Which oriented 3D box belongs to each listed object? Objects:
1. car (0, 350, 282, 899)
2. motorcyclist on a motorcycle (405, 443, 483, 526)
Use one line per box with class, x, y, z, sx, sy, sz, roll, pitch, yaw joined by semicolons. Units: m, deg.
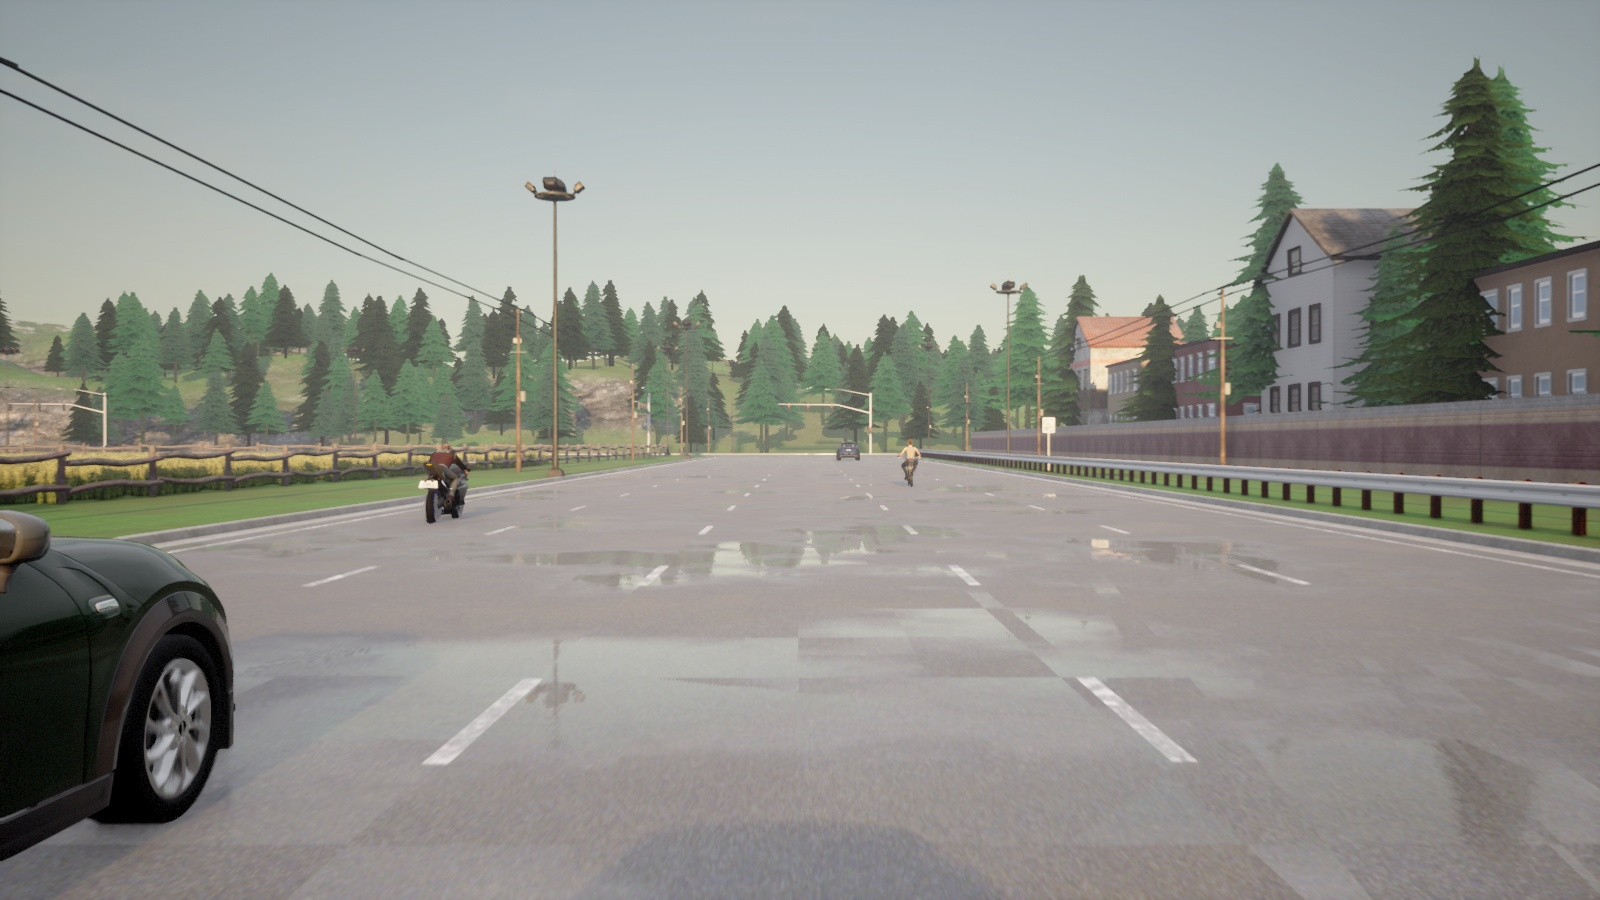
car;-3.464;0.582;3.553;2.097;1.767;4.553;0;0;0
motorcyclist on a motorcycle;-6.846;0.639;24.257;0.866;1.530;2.191;0;0;0
